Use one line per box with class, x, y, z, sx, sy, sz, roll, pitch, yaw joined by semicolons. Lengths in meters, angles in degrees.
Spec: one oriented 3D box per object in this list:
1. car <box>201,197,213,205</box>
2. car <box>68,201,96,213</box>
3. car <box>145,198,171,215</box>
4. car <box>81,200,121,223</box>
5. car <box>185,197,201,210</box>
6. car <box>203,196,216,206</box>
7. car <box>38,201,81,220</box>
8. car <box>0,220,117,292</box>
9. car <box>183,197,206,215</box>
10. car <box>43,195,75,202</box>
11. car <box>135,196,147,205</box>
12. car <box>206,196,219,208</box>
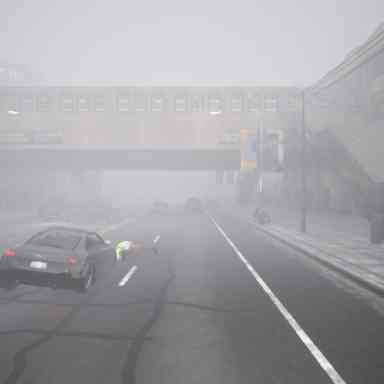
car;3.117;1.787;69.550;2.097;1.535;5.008;0;0;0
car;-13.551;1.776;41.145;1.895;1.301;4.718;0;0;0
car;-3.350;1.704;35.354;2.033;1.411;5.357;0;0;0
car;-7.071;1.597;26.992;1.882;1.535;5.008;0;0;0
car;0.191;1.560;46.999;2.097;1.767;4.553;0;0;1
car;3.247;1.633;63.126;2.185;1.767;4.553;0;0;0
car;-10.570;1.685;27.423;1.994;1.385;4.181;0;0;0
car;-3.305;1.673;9.069;1.994;1.385;4.181;8;-5;-1
car;0.165;1.515;36.852;2.097;1.767;4.553;0;0;1
car;-13.517;1.378;33.751;2.435;2.045;5.566;0;0;0
car;-10.292;1.653;67.613;2.097;1.767;4.553;0;0;0
car;3.196;1.712;52.350;2.231;1.521;4.892;0;0;10
